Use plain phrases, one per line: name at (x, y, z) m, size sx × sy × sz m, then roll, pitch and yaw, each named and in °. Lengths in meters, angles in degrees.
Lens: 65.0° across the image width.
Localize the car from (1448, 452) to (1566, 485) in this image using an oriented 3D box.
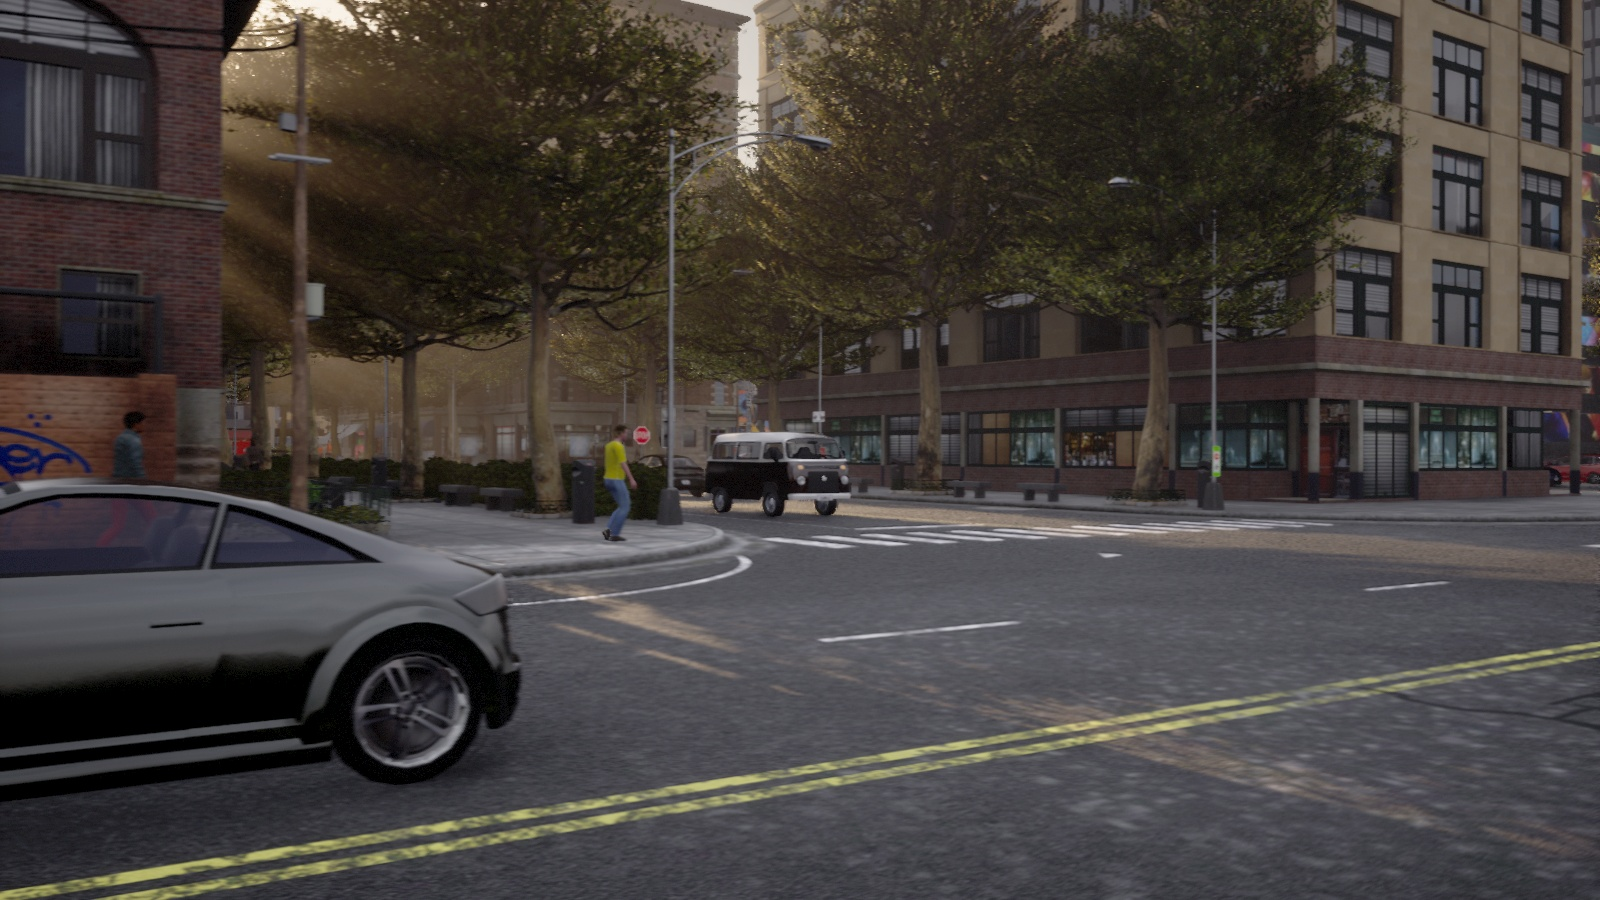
car at (33.838, 0.873, 60.186) m, size 2.007 × 1.525 × 4.514 m, roll 0°, pitch 0°, yaw -33°

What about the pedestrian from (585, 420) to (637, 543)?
pedestrian at (-2.860, 0.466, 19.004) m, size 0.706 × 1.836 × 0.354 m, roll 0°, pitch 0°, yaw -34°

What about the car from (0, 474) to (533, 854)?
car at (-3.544, 0.829, 5.559) m, size 4.181 × 1.385 × 1.994 m, roll 0°, pitch 0°, yaw -33°

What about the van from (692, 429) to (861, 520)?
van at (-0.658, 0.574, 30.722) m, size 2.069 × 2.038 × 4.480 m, roll 0°, pitch -1°, yaw -33°

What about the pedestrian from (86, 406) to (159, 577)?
pedestrian at (-7.509, 0.452, 13.929) m, size 0.353 × 1.847 × 0.614 m, roll 0°, pitch 0°, yaw 38°

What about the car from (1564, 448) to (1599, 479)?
car at (43.528, 0.719, 66.292) m, size 2.152 × 1.651 × 5.027 m, roll 0°, pitch 0°, yaw -33°

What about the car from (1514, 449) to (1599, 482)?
car at (40.054, 0.784, 65.214) m, size 2.242 × 1.667 × 4.611 m, roll 0°, pitch 0°, yaw -33°

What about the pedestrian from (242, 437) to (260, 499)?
pedestrian at (-16.536, 0.537, 37.820) m, size 0.331 × 1.846 × 0.634 m, roll 0°, pitch 0°, yaw -38°

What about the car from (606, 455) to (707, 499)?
car at (-5.057, 0.907, 43.853) m, size 1.816 × 1.474 × 4.193 m, roll 0°, pitch 0°, yaw -33°
